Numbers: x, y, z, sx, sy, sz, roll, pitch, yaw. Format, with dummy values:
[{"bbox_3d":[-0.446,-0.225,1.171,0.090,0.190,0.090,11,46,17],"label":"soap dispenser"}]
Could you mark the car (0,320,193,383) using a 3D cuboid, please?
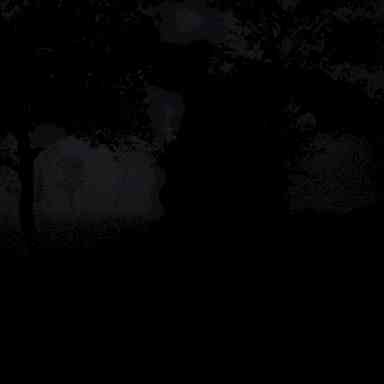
[{"bbox_3d":[-2.387,1.548,1.364,5.357,1.411,2.033,0,0,-36],"label":"car"}]
